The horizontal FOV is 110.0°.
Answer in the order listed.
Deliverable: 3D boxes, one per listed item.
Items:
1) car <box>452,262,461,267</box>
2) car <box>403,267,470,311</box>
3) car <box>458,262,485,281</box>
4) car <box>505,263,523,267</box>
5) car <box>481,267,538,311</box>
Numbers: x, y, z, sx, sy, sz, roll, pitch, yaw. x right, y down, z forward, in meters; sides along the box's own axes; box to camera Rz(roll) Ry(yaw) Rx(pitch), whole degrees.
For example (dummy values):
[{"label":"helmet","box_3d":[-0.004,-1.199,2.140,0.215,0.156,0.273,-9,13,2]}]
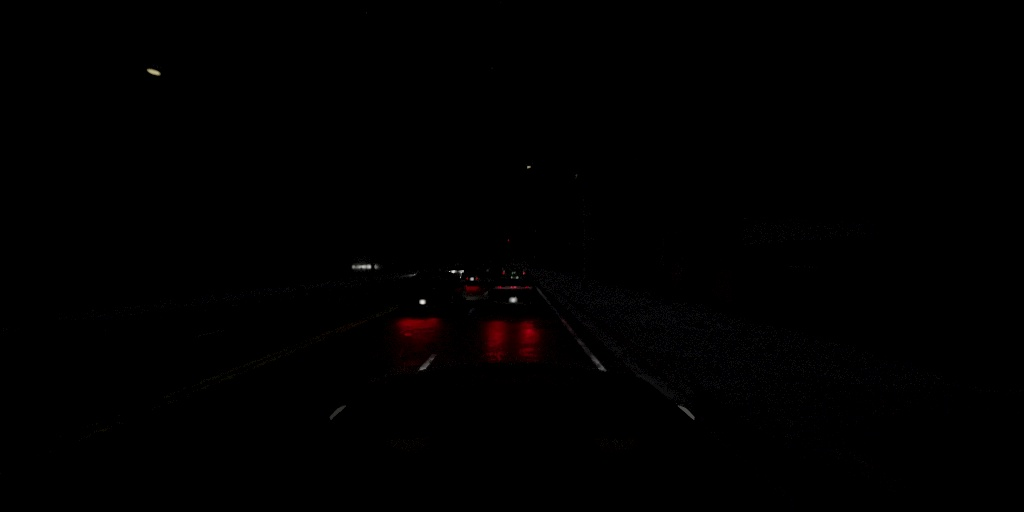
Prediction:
[{"label":"car","box_3d":[-9.433,1.861,63.166,1.812,1.442,4.674,0,-1,1]},{"label":"car","box_3d":[-3.171,1.395,15.259,1.837,1.490,4.892,0,0,1]},{"label":"car","box_3d":[-3.076,1.543,30.249,1.837,1.490,4.892,0,0,1]},{"label":"car","box_3d":[0.174,1.386,30.159,2.097,1.767,4.553,0,-1,1]},{"label":"car","box_3d":[0.079,1.381,15.242,2.128,1.511,4.902,0,0,1]}]
